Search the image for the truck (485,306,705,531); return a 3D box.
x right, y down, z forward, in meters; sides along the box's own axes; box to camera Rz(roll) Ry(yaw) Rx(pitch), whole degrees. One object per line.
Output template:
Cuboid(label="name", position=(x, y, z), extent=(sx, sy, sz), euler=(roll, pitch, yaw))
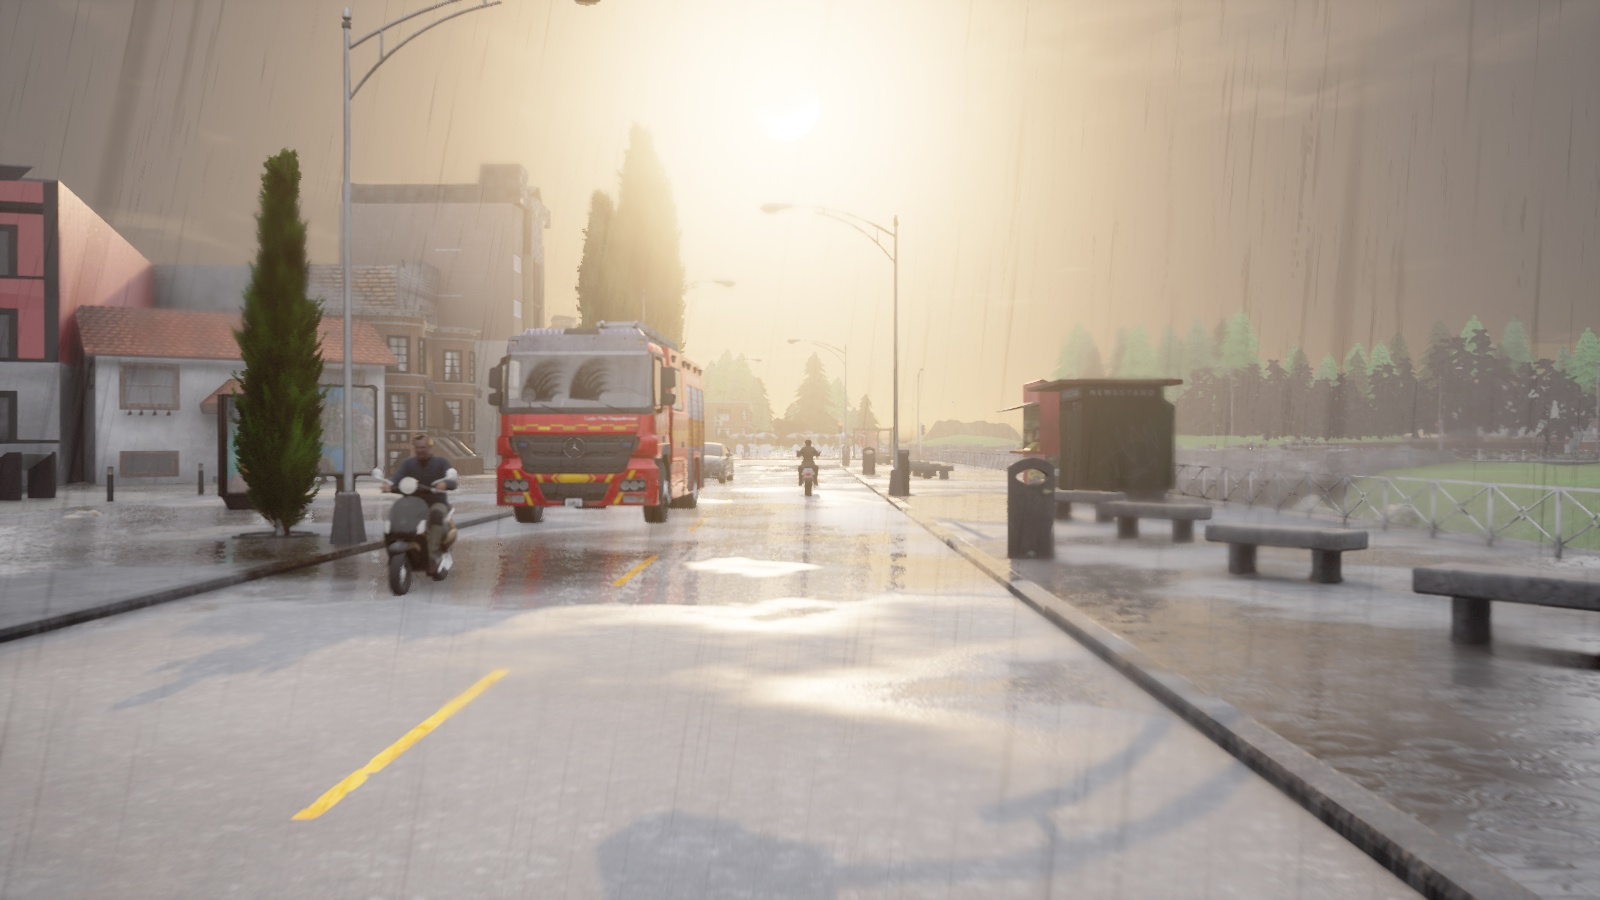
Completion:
Cuboid(label="truck", position=(-3.813, -0.566, 25.627), extent=(2.891, 3.827, 8.468), euler=(0, 0, 2))

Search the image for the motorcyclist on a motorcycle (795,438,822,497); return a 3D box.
Cuboid(label="motorcyclist on a motorcycle", position=(0.238, 0.490, 36.639), extent=(0.766, 1.649, 2.350), euler=(0, 0, 0))

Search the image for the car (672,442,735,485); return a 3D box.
Cuboid(label="car", position=(-3.620, 0.475, 47.894), extent=(1.837, 1.490, 4.892), euler=(0, 1, 3))

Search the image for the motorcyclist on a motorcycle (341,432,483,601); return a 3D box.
Cuboid(label="motorcyclist on a motorcycle", position=(-3.901, 0.625, 12.798), extent=(0.866, 1.590, 1.817), euler=(0, 0, 0))
